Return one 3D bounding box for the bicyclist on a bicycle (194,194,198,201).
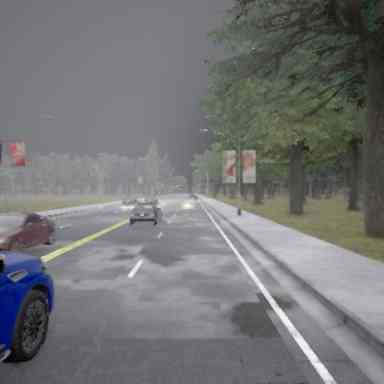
[{"bbox_3d":[0.868,1.262,71.050,0.866,1.612,1.509,0,0,0],"label":"bicyclist on a bicycle"}]

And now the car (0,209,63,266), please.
[{"bbox_3d":[-6.602,1.487,12.292,1.812,1.442,4.674,0,0,0],"label":"car"}]

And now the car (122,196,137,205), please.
[{"bbox_3d":[-9.830,1.352,53.050,2.128,1.511,4.902,0,0,0],"label":"car"}]

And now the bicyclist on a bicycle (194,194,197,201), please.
[{"bbox_3d":[0.866,1.246,80.084,0.866,1.612,1.509,0,0,0],"label":"bicyclist on a bicycle"}]

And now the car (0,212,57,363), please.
[{"bbox_3d":[-3.154,1.213,2.690,2.150,2.045,5.566,0,0,0],"label":"car"}]

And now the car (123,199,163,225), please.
[{"bbox_3d":[-3.156,1.479,23.537,2.033,1.411,5.357,0,0,0],"label":"car"}]

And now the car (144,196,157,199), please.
[{"bbox_3d":[-6.579,1.351,53.468,2.128,1.511,4.902,0,0,0],"label":"car"}]
